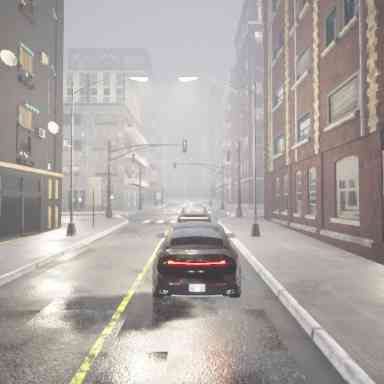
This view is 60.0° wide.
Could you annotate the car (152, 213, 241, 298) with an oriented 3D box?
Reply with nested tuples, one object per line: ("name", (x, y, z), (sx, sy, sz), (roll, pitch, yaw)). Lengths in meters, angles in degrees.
("car", (0.106, 1.511, 8.521), (1.837, 1.490, 4.892), (0, 0, 0))

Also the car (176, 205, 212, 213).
("car", (0.130, 1.511, 18.913), (2.128, 1.511, 4.902), (0, 0, 0))
